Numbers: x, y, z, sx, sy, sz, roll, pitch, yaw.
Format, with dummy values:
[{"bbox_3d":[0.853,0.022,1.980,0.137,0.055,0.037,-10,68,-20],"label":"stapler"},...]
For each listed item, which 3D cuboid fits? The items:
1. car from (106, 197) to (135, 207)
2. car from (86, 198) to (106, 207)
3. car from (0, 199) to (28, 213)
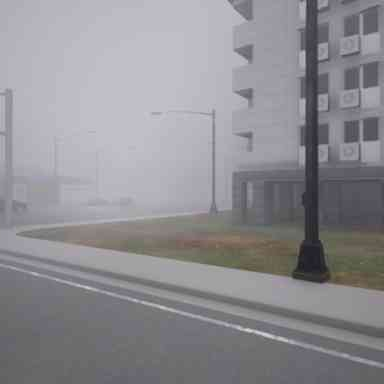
[{"bbox_3d":[-10.252,1.463,49.879,2.128,1.511,4.902,0,0,17],"label":"car"},{"bbox_3d":[-13.967,1.533,49.797,1.994,1.385,4.181,0,0,19],"label":"car"},{"bbox_3d":[-19.373,1.451,33.717,1.882,1.535,5.008,0,0,36],"label":"car"}]
